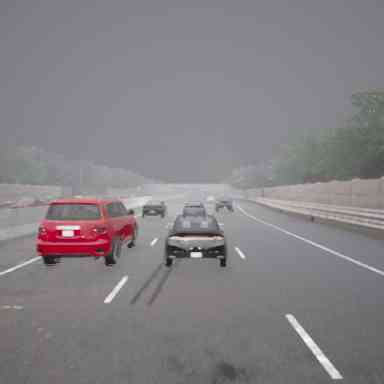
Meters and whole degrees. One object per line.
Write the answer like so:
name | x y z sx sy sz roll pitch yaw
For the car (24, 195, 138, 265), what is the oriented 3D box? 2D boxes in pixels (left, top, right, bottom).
car | -3.374 1.222 11.759 2.150 2.045 5.566 0 0 0

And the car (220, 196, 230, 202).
car | 7.671 1.549 77.296 1.895 1.301 4.718 0 0 1

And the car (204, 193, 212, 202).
car | 4.071 1.553 71.075 1.812 1.442 4.674 0 0 1

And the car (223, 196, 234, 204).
car | 7.376 1.544 67.723 1.812 1.442 4.674 0 0 3

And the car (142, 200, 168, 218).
car | -3.281 1.481 30.065 1.882 1.535 5.008 0 0 0

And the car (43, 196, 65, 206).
car | -23.500 1.520 56.734 1.837 1.490 4.892 0 0 -2

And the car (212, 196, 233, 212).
car | 3.683 1.447 39.129 1.837 1.490 4.892 0 0 1

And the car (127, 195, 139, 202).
car | -13.364 1.451 75.340 1.812 1.442 4.674 0 0 1

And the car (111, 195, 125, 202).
car | -16.850 1.422 76.230 2.128 1.511 4.902 0 0 1

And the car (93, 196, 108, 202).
car | -20.382 1.581 74.233 1.994 1.385 4.181 0 0 1

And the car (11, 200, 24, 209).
car | -17.431 1.481 35.698 1.882 1.535 5.008 0 0 1

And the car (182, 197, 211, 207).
car | 0.208 1.495 28.526 2.128 1.511 4.902 0 0 0

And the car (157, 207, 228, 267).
car | 0.126 1.492 11.449 2.128 1.511 4.902 0 0 0
